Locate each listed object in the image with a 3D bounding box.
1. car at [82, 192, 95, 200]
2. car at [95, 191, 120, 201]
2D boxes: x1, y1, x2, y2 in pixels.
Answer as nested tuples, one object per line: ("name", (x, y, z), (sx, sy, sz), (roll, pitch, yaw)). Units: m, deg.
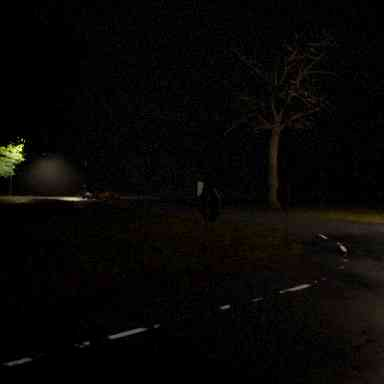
("car", (-18.285, 0.688, 60.034), (2.033, 1.411, 5.357), (2, -1, -36))
("car", (-13.226, 0.656, 53.061), (1.882, 1.535, 5.008), (2, -1, -35))
